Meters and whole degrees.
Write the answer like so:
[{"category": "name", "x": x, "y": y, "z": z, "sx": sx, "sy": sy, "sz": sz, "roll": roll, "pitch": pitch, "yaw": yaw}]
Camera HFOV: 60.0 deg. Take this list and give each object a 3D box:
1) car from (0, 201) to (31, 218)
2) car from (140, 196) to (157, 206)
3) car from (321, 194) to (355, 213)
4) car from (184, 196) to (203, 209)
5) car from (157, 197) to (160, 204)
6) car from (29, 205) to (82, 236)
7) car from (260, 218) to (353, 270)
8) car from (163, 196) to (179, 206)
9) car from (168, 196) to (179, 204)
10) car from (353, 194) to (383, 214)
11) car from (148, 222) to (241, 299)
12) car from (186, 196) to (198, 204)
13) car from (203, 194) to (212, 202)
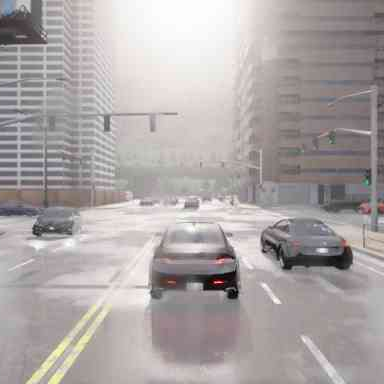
[{"category": "car", "x": -15.359, "y": 1.526, "z": 29.407, "sx": 4.674, "sy": 1.442, "sz": 1.812, "roll": 0, "pitch": 0, "yaw": 0}, {"category": "car", "x": -7.177, "y": 1.525, "z": 53.254, "sx": 1.812, "sy": 1.442, "sz": 4.674, "roll": 0, "pitch": 0, "yaw": 1}, {"category": "car", "x": 17.141, "y": 1.221, "z": 36.480, "sx": 5.566, "sy": 2.045, "sz": 2.150, "roll": 0, "pitch": 0, "yaw": 0}, {"category": "car", "x": -0.042, "y": 1.547, "z": 44.732, "sx": 2.033, "sy": 1.411, "sz": 5.357, "roll": 0, "pitch": 0, "yaw": 4}, {"category": "car", "x": -7.152, "y": 1.525, "z": 63.167, "sx": 1.812, "sy": 1.442, "sz": 4.674, "roll": 0, "pitch": 0, "yaw": 1}, {"category": "car", "x": -7.216, "y": 1.505, "z": 18.398, "sx": 1.837, "sy": 1.490, "sz": 4.892, "roll": 3, "pitch": -1, "yaw": -12}, {"category": "car", "x": 3.563, "y": 1.564, "z": 11.072, "sx": 1.994, "sy": 1.385, "sz": 4.181, "roll": 0, "pitch": 0, "yaw": 0}, {"category": "car", "x": -3.673, "y": 1.491, "z": 55.049, "sx": 2.128, "sy": 1.511, "sz": 4.902, "roll": 0, "pitch": 0, "yaw": 0}, {"category": "car", "x": -3.645, "y": 1.504, "z": 64.988, "sx": 1.837, "sy": 1.490, "sz": 4.892, "roll": 0, "pitch": 0, "yaw": 0}, {"category": "car", "x": 18.967, "y": 1.352, "z": 32.960, "sx": 4.553, "sy": 1.767, "sz": 2.097, "roll": 0, "pitch": 0, "yaw": 0}, {"category": "car", "x": 0.052, "y": 1.491, "z": 8.420, "sx": 2.128, "sy": 1.511, "sz": 4.902, "roll": 0, "pitch": 0, "yaw": 0}, {"category": "car", "x": -0.006, "y": 1.491, "z": 66.234, "sx": 2.128, "sy": 1.511, "sz": 4.902, "roll": 0, "pitch": 0, "yaw": 0}, {"category": "car", "x": 3.382, "y": 1.355, "z": 76.795, "sx": 2.097, "sy": 1.767, "sz": 4.553, "roll": 0, "pitch": 0, "yaw": 0}]
